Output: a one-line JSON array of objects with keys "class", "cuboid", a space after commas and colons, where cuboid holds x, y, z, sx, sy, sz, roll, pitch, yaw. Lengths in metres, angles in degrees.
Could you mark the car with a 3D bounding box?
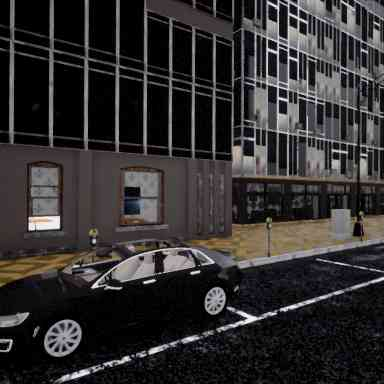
[{"class": "car", "cuboid": [-1.072, 1.551, 5.786, 4.403, 1.369, 2.008, 0, 0, -35]}]
